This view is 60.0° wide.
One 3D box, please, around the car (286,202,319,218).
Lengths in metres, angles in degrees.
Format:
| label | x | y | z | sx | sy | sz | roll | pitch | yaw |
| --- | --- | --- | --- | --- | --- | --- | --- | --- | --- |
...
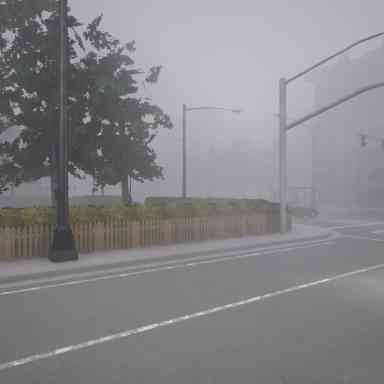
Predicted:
| label | x | y | z | sx | sy | sz | roll | pitch | yaw |
| --- | --- | --- | --- | --- | --- | --- | --- | --- | --- |
| car | 8.953 | 1.601 | 29.941 | 1.895 | 1.301 | 4.718 | 0 | 0 | -35 |

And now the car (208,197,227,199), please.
| label | x | y | z | sx | sy | sz | roll | pitch | yaw |
| --- | --- | --- | --- | --- | --- | --- | --- | --- | --- |
| car | 3.309 | 1.352 | 38.051 | 2.097 | 1.767 | 4.553 | 0 | 0 | -35 |
